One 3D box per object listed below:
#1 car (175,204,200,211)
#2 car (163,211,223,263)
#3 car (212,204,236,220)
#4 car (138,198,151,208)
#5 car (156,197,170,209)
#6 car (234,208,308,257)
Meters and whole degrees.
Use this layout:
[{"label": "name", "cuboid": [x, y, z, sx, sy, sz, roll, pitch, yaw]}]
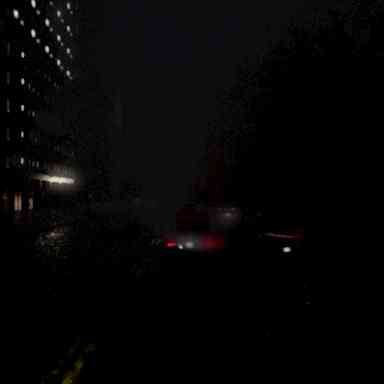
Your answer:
[{"label": "car", "cuboid": [-0.398, 1.813, 28.571, 1.837, 1.490, 4.892, 0, 0, -1]}, {"label": "car", "cuboid": [-0.065, 1.683, 12.561, 2.033, 1.411, 5.357, 0, -1, 0]}, {"label": "car", "cuboid": [2.837, 1.759, 28.679, 2.128, 1.511, 4.902, -2, -2, -2]}, {"label": "car", "cuboid": [-8.413, 1.988, 59.254, 2.097, 1.767, 4.553, 0, -1, -3]}, {"label": "car", "cuboid": [-5.072, 1.838, 57.619, 2.150, 2.045, 5.566, 0, 0, -3]}, {"label": "car", "cuboid": [3.216, 1.515, 13.570, 2.128, 1.511, 4.902, 5, 5, 0]}]
